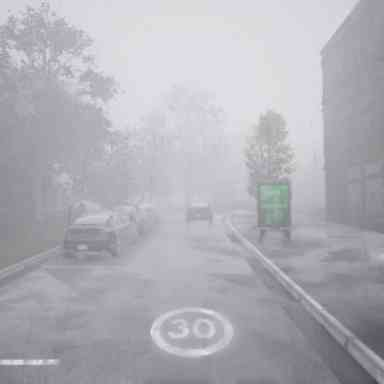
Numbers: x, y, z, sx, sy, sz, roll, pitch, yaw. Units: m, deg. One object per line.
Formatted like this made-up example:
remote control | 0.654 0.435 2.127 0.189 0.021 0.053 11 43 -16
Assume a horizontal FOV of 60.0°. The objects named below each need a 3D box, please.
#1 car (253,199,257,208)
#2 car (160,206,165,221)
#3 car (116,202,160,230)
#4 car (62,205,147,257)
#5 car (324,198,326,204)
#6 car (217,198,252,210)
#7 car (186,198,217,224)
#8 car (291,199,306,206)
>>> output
car | 10.393 1.842 55.181 2.231 1.521 4.892 -4 -4 42
car | -3.155 1.489 24.443 2.097 1.535 5.008 0 0 2
car | -3.397 1.366 18.741 2.185 1.767 4.553 -1 0 2
car | -3.400 1.498 13.032 2.231 1.521 4.892 0 0 2
car | 29.451 1.745 67.307 5.566 2.045 2.435 -1 -4 -20
car | 5.492 1.555 42.012 2.033 1.411 5.357 -2 -2 27
car | 0.660 1.448 24.894 1.882 1.535 5.008 0 0 5
car | 19.157 2.019 62.337 4.892 1.521 2.231 1 -4 -32
